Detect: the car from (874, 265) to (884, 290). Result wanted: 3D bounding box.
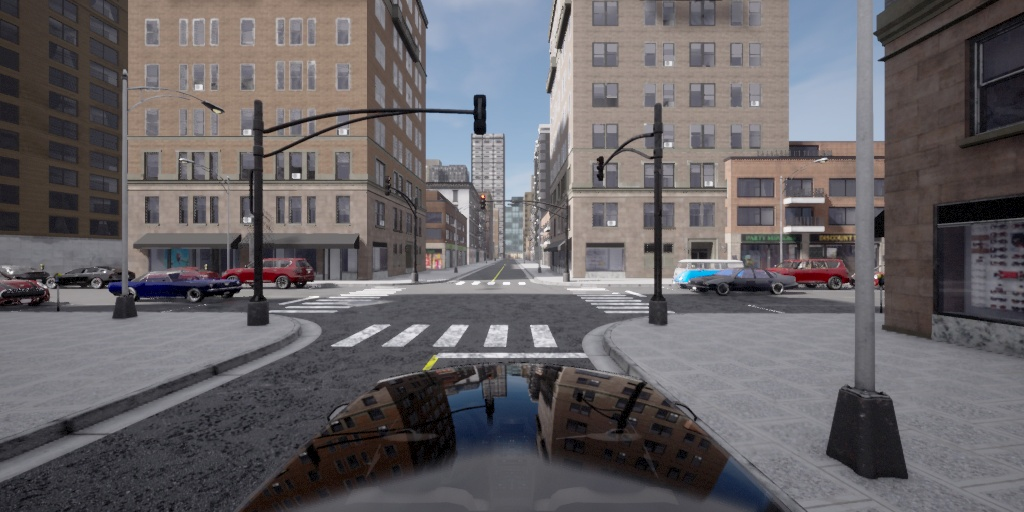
[{"bbox_3d":[22.602,1.281,19.165,4.892,1.490,1.837,0,0,1],"label":"car"}]

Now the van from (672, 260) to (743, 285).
[{"bbox_3d":[12.034,1.108,21.983,3.998,1.789,1.690,0,0,0],"label":"van"}]

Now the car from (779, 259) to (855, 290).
[{"bbox_3d":[17.631,1.087,21.952,5.009,1.841,2.192,0,0,0],"label":"car"}]

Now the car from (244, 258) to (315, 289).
[{"bbox_3d":[-14.913,1.058,22.134,5.009,1.841,2.192,0,0,0],"label":"car"}]

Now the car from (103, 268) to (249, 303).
[{"bbox_3d":[-15.003,1.345,16.192,4.718,1.301,1.895,0,0,3],"label":"car"}]

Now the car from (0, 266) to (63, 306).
[{"bbox_3d":[-20.459,1.179,13.639,4.097,1.591,1.967,0,0,0],"label":"car"}]

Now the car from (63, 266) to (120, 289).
[{"bbox_3d":[-25.960,1.299,22.196,4.313,1.339,1.948,0,0,0],"label":"car"}]

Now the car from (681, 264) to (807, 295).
[{"bbox_3d":[12.342,1.315,19.280,5.357,1.411,2.033,0,0,-5],"label":"car"}]
